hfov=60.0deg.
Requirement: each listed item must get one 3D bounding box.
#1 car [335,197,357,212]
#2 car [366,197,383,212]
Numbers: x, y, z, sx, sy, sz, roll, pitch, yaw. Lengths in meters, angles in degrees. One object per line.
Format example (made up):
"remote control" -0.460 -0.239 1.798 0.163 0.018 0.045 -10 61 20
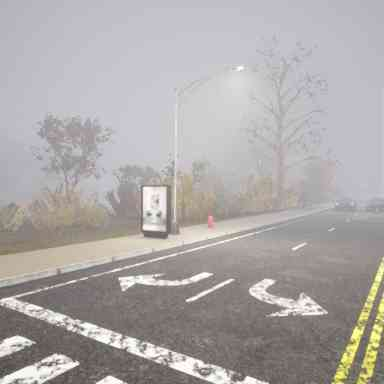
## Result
"car" 18.519 1.389 39.887 2.097 1.767 4.553 0 0 30
"car" 21.330 1.392 38.257 2.097 1.767 4.553 0 0 30
